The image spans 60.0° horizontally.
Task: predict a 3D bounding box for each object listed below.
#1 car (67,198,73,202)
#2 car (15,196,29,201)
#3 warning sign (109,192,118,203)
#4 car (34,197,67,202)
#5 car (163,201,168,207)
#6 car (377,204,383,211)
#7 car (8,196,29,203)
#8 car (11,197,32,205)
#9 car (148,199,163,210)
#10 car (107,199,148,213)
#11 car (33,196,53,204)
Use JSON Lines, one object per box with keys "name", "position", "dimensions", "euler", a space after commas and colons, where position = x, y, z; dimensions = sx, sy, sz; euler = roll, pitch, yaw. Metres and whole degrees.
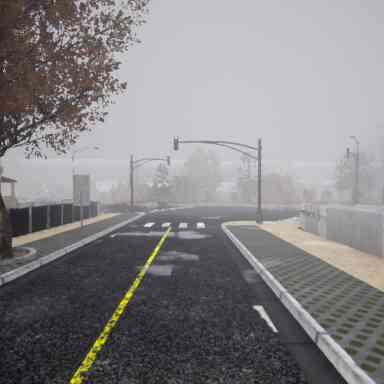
{"name": "car", "position": [-18.829, 1.667, 51.904], "dimensions": [5.008, 1.535, 1.882], "euler": [-1, 2, 36]}
{"name": "car", "position": [-31.255, 1.899, 61.046], "dimensions": [4.718, 1.301, 1.895], "euler": [-1, 2, 36]}
{"name": "warning sign", "position": [-14.245, 0.995, 60.261], "dimensions": [1.060, 1.860, 1.300], "euler": [2, 1, 36]}
{"name": "car", "position": [-21.542, 1.854, 49.861], "dimensions": [5.357, 1.411, 2.033], "euler": [-1, 2, 36]}
{"name": "car", "position": [-5.782, 1.575, 46.848], "dimensions": [4.718, 1.301, 1.895], "euler": [-1, 2, 35]}
{"name": "car", "position": [18.667, 1.288, 28.918], "dimensions": [4.674, 1.442, 1.812], "euler": [-1, 1, 37]}
{"name": "car", "position": [-38.960, 1.611, 74.676], "dimensions": [4.902, 1.511, 2.128], "euler": [-1, 2, 36]}
{"name": "car", "position": [-34.671, 1.794, 67.550], "dimensions": [4.181, 1.385, 1.994], "euler": [-1, 2, 36]}
{"name": "car", "position": [-6.558, 1.684, 42.983], "dimensions": [4.718, 1.301, 1.895], "euler": [-1, 2, 36]}
{"name": "car", "position": [-7.945, 1.790, 39.948], "dimensions": [4.718, 1.301, 1.895], "euler": [0, 2, 37]}
{"name": "car", "position": [-30.857, 1.659, 68.792], "dimensions": [4.181, 1.385, 1.994], "euler": [-1, 2, 36]}
